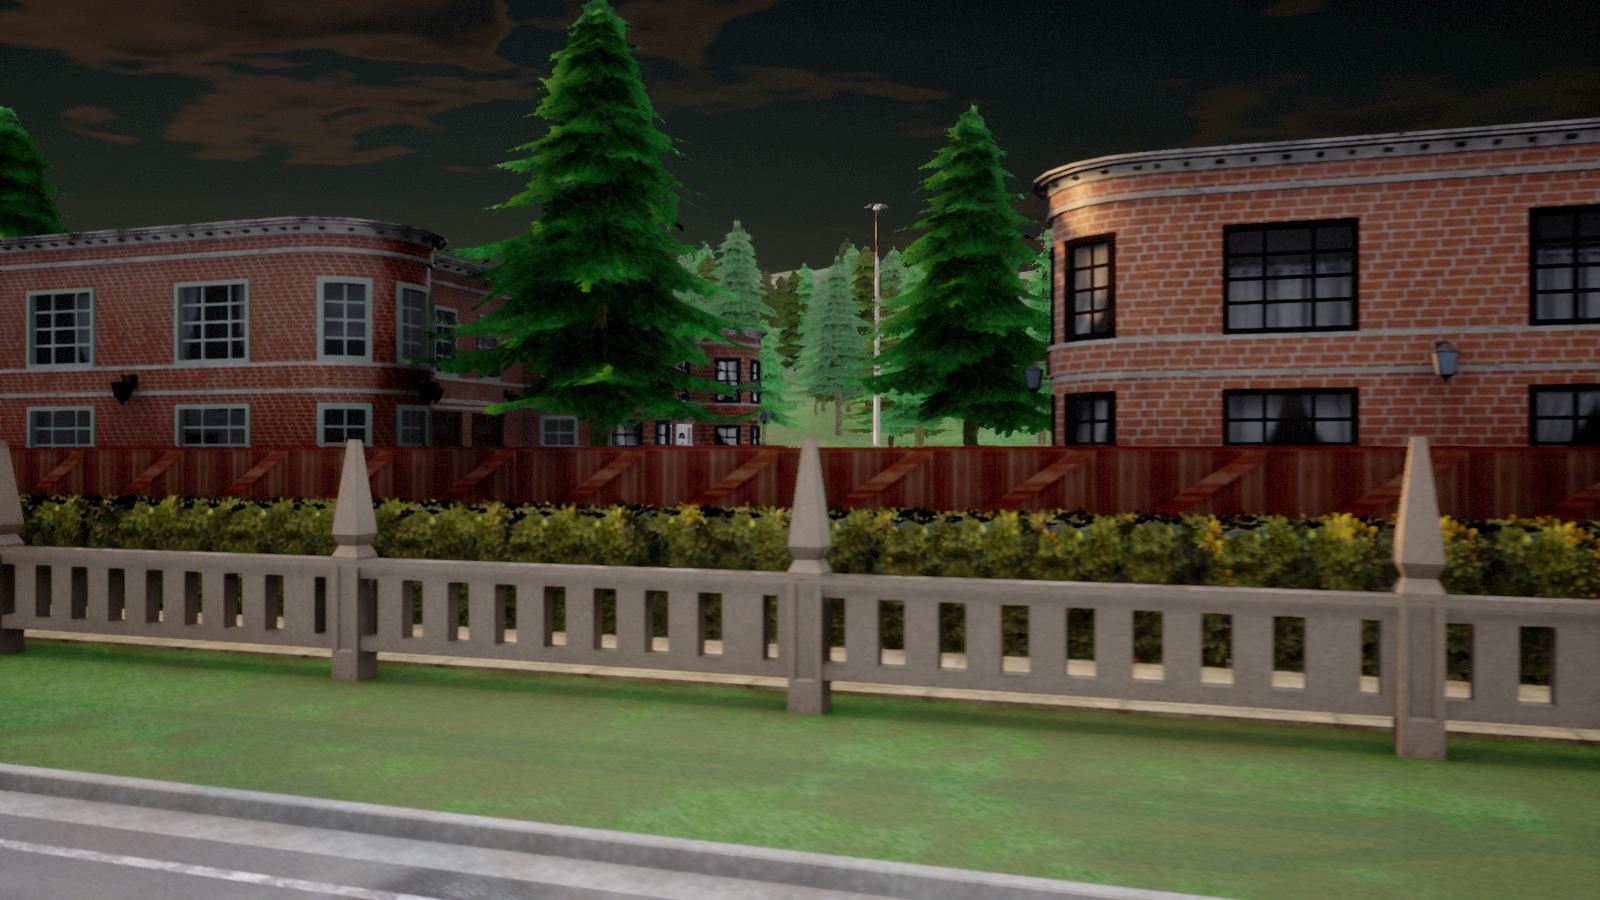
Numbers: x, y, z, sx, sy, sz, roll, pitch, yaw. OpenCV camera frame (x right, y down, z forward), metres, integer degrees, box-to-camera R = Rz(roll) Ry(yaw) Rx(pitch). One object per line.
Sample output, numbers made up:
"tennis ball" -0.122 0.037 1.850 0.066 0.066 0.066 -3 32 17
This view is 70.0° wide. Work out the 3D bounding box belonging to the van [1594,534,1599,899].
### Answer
"van" 4.364 1.535 1.005 5.915 2.561 1.988 0 0 31
